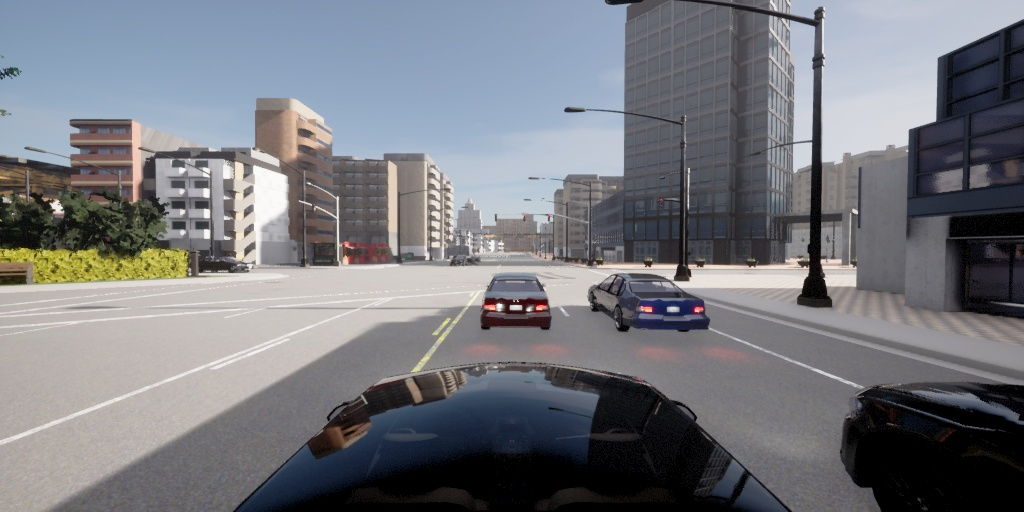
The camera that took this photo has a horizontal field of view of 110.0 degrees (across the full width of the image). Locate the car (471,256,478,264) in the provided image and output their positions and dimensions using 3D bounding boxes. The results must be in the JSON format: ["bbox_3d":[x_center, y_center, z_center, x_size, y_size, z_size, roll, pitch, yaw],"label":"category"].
[{"bbox_3d":[-7.098,0.611,58.145,1.895,1.301,4.718,0,0,0],"label":"car"}]

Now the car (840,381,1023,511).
[{"bbox_3d":[3.605,1.254,0.908,2.128,1.511,4.902,0,0,0],"label":"car"}]

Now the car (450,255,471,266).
[{"bbox_3d":[-7.101,0.588,48.060,1.837,1.490,4.892,0,0,0],"label":"car"}]

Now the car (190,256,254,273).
[{"bbox_3d":[-25.446,0.736,31.538,4.902,1.511,2.128,0,1,0],"label":"car"}]

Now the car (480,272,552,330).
[{"bbox_3d":[0.091,1.195,10.728,2.033,1.411,5.357,0,1,0],"label":"car"}]

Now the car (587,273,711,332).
[{"bbox_3d":[3.608,1.208,10.544,2.033,1.411,5.357,0,1,0],"label":"car"}]

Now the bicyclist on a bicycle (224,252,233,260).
[{"bbox_3d":[-30.801,0.393,39.049,0.582,1.620,1.656,0,1,0],"label":"bicyclist on a bicycle"}]
